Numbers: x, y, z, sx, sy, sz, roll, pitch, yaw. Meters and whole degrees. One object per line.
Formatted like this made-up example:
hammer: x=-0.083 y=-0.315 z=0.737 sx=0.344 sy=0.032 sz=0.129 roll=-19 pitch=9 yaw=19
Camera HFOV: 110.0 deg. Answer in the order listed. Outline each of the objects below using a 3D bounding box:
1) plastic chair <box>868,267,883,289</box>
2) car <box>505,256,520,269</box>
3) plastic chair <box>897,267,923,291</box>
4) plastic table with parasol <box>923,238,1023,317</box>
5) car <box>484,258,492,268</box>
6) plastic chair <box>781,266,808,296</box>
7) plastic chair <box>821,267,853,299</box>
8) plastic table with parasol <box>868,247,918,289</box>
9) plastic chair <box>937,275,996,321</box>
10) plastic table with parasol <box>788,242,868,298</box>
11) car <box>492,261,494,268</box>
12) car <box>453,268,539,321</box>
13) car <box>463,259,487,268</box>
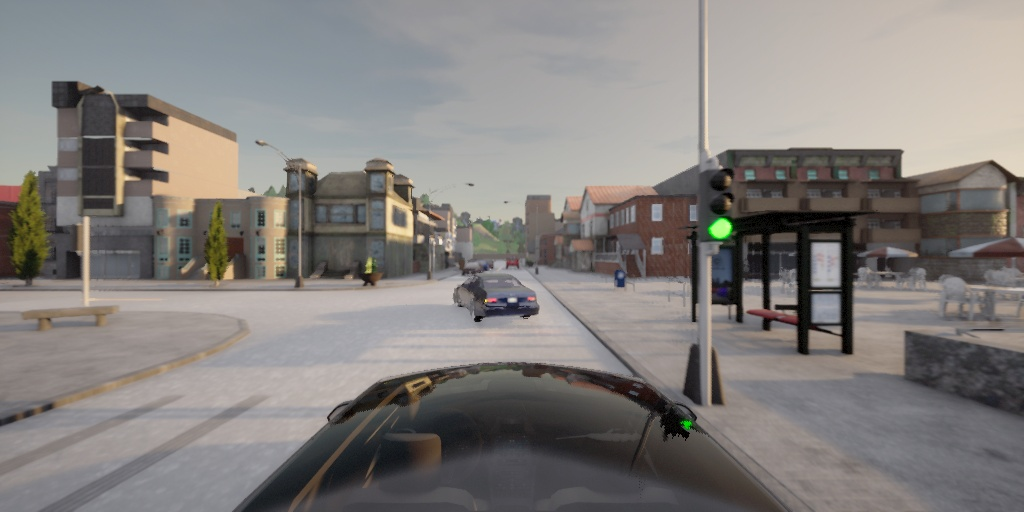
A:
plastic chair: x=21.335 y=1.297 z=21.482 sx=0.730 sy=1.272 sz=0.750 roll=0 pitch=0 yaw=-1
car: x=0.104 y=1.017 z=59.366 sx=2.150 sy=2.045 sz=5.566 roll=0 pitch=0 yaw=1
plastic chair: x=22.503 y=1.296 z=20.085 sx=0.750 sy=1.272 sz=0.730 roll=0 pitch=0 yaw=0
plastic table with parasol: x=15.171 y=0.684 z=10.847 sx=2.482 sy=2.480 sz=2.482 roll=0 pitch=0 yaw=0
car: x=-4.068 y=1.265 z=47.295 sx=1.882 sy=1.535 sz=5.008 roll=0 pitch=0 yaw=0
plastic chair: x=14.703 y=1.295 z=18.787 sx=0.730 sy=1.272 sz=0.750 roll=0 pitch=0 yaw=0
plastic chair: x=15.802 y=1.294 z=17.387 sx=0.750 sy=1.272 sz=0.730 roll=0 pitch=0 yaw=0
plastic table with parasol: x=22.514 y=0.693 z=21.555 sx=2.482 sy=2.480 sz=2.482 roll=0 pitch=0 yaw=0
plastic chair: x=13.901 y=1.288 z=10.987 sx=0.730 sy=1.272 sz=0.750 roll=0 pitch=0 yaw=0
plastic table with parasol: x=15.923 y=0.691 z=18.667 sx=2.482 sy=2.480 sz=2.482 roll=0 pitch=0 yaw=0
car: x=-3.993 y=1.148 z=57.244 sx=2.097 sy=1.767 sz=4.553 roll=0 pitch=0 yaw=0
car: x=-0.776 y=1.306 z=12.616 sx=2.033 sy=1.411 sz=5.357 roll=0 pitch=0 yaw=-18
car: x=-4.091 y=1.305 z=38.056 sx=1.812 sy=1.442 sz=4.674 roll=0 pitch=0 yaw=2
